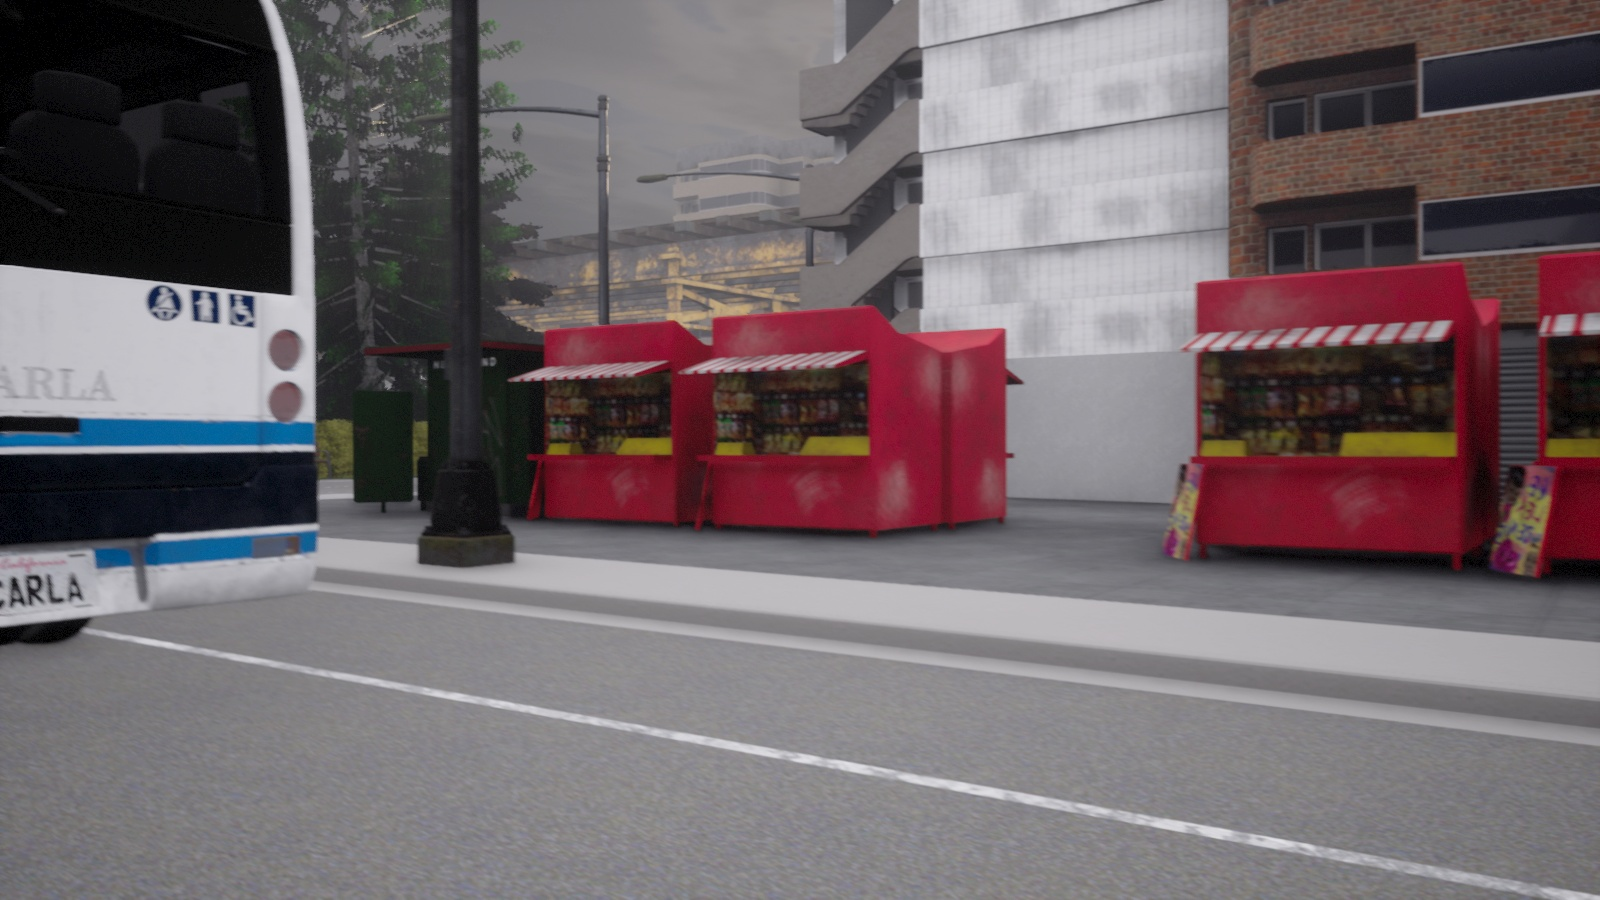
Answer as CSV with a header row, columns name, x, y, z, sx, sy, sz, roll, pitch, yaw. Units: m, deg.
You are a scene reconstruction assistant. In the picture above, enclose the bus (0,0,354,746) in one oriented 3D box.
name,x,y,z,sx,sy,sz,roll,pitch,yaw
bus,-8.208,-0.654,9.093,10.273,4.253,3.944,0,1,33
